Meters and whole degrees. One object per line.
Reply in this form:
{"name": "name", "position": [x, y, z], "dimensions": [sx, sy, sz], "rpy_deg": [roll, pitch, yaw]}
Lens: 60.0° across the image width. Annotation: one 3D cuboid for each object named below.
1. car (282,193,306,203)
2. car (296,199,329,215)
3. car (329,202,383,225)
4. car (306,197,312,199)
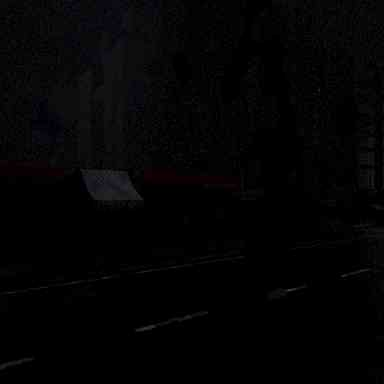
{"name": "car", "position": [17.141, 1.114, 57.714], "dimensions": [1.905, 1.878, 3.866], "rpy_deg": [0, 0, -36]}
{"name": "car", "position": [12.203, 1.545, 30.103], "dimensions": [1.895, 1.301, 4.718], "rpy_deg": [0, 0, -36]}
{"name": "car", "position": [12.568, 1.486, 23.628], "dimensions": [1.812, 1.442, 4.674], "rpy_deg": [0, 1, -36]}
{"name": "car", "position": [19.534, 1.114, 59.424], "dimensions": [1.905, 1.878, 3.866], "rpy_deg": [0, 0, -36]}
